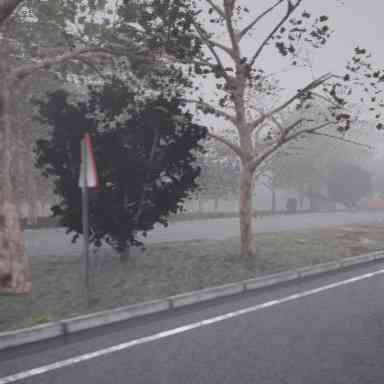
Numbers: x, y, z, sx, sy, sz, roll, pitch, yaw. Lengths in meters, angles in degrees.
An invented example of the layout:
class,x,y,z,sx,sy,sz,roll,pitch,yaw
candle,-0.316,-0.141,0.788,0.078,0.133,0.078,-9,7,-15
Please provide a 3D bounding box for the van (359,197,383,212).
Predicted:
class,x,y,z,sx,sy,sz,roll,pitch,yaw
van,25.899,1.694,46.926,1.878,1.987,4.442,2,-1,-35
